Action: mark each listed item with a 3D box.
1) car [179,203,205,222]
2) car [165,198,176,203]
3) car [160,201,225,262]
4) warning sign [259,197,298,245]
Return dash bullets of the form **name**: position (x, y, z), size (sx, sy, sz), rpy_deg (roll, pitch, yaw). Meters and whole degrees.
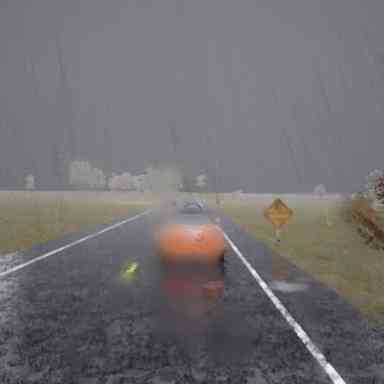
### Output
- **car**: position (0.034, 1.656, 27.826), size (1.994, 1.385, 4.181), rpy_deg (0, 0, 1)
- **car**: position (-3.581, 1.740, 57.773), size (2.033, 1.411, 5.357), rpy_deg (0, 0, 1)
- **car**: position (0.039, 1.392, 12.493), size (2.097, 1.767, 4.553), rpy_deg (0, 0, 0)
- **warning sign**: position (3.538, 1.160, 13.684), size (1.300, 1.860, 1.060), rpy_deg (0, 0, 0)
